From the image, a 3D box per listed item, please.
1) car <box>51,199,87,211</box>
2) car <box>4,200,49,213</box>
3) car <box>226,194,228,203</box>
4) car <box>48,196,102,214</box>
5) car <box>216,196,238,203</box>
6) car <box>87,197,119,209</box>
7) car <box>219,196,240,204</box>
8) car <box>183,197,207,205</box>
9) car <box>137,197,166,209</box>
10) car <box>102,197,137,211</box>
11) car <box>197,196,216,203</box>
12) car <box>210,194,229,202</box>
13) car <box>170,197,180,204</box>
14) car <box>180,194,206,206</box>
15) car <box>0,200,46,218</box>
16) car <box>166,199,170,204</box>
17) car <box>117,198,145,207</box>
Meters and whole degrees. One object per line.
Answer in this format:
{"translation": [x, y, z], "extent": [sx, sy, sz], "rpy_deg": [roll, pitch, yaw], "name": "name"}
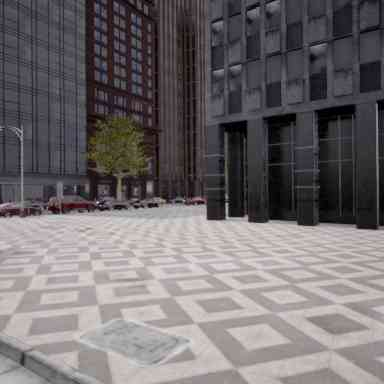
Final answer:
{"translation": [-15.992, 1.644, 43.426], "extent": [1.802, 1.307, 4.206], "rpy_deg": [-1, 0, 35], "name": "car"}
{"translation": [-19.189, 1.644, 38.781], "extent": [1.947, 1.339, 4.313], "rpy_deg": [-1, 0, 35], "name": "car"}
{"translation": [3.813, 1.224, 57.170], "extent": [2.192, 1.841, 5.009], "rpy_deg": [-1, 0, 35], "name": "car"}
{"translation": [-12.171, 1.292, 33.946], "extent": [2.192, 1.841, 5.009], "rpy_deg": [-1, 0, 35], "name": "car"}
{"translation": [7.130, 1.472, 66.519], "extent": [2.033, 1.411, 5.357], "rpy_deg": [-1, 0, 35], "name": "car"}
{"translation": [-12.796, 1.486, 48.071], "extent": [1.967, 1.590, 4.097], "rpy_deg": [-1, 0, 35], "name": "car"}
{"translation": [7.012, 1.466, 61.813], "extent": [1.947, 1.339, 4.313], "rpy_deg": [-1, 0, 35], "name": "car"}
{"translation": [0.579, 1.544, 56.999], "extent": [1.895, 1.301, 4.718], "rpy_deg": [-1, 0, 34], "name": "car"}
{"translation": [-5.776, 1.510, 43.234], "extent": [1.947, 1.339, 4.313], "rpy_deg": [-1, 0, 35], "name": "car"}
{"translation": [-8.972, 1.526, 38.590], "extent": [1.947, 1.339, 4.313], "rpy_deg": [-1, 0, 35], "name": "car"}
{"translation": [3.193, 1.537, 71.299], "extent": [1.887, 1.381, 4.507], "rpy_deg": [-1, 0, 35], "name": "car"}
{"translation": [6.388, 1.299, 75.945], "extent": [2.192, 1.841, 5.009], "rpy_deg": [-1, 0, 35], "name": "car"}
{"translation": [-3.202, 1.576, 62.008], "extent": [1.947, 1.339, 4.313], "rpy_deg": [-1, 0, 35], "name": "car"}
{"translation": [0.618, 1.464, 52.524], "extent": [1.887, 1.381, 4.507], "rpy_deg": [-1, 0, 35], "name": "car"}
{"translation": [-15.366, 1.578, 29.300], "extent": [1.802, 1.307, 4.206], "rpy_deg": [-1, 0, 35], "name": "car"}
{"translation": [-6.497, 1.547, 57.222], "extent": [1.752, 1.417, 4.829], "rpy_deg": [-1, 0, 35], "name": "car"}
{"translation": [-9.597, 1.615, 52.717], "extent": [1.802, 1.307, 4.206], "rpy_deg": [-1, 0, 35], "name": "car"}
